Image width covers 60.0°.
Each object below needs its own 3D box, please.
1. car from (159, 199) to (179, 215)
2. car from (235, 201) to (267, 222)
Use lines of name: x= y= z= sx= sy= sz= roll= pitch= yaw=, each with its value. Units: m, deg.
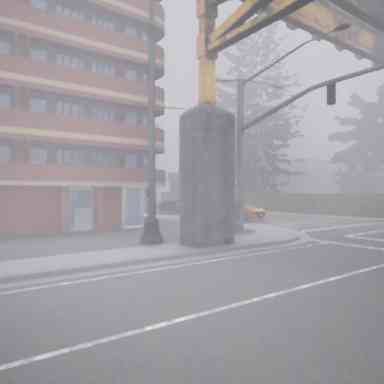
car: x=-1.682 y=1.505 z=34.292 sx=1.812 sy=1.442 sz=4.674 roll=0 pitch=0 yaw=-35
car: x=3.719 y=1.457 z=26.626 sx=1.882 sy=1.535 sz=5.008 roll=0 pitch=0 yaw=-35
